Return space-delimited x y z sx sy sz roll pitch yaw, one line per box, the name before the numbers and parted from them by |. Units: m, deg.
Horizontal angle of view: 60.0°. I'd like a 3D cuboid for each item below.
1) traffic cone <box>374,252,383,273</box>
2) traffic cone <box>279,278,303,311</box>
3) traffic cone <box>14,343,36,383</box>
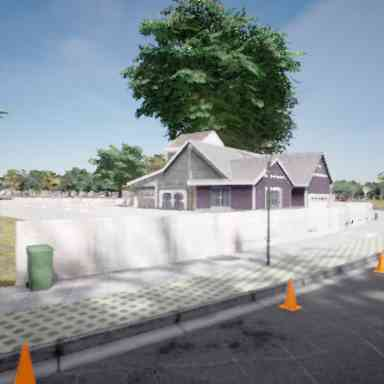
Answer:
traffic cone | 5.636 2.076 9.886 0.340 0.580 0.340 1 -1 -43
traffic cone | 1.982 2.021 6.675 0.340 0.580 0.340 1 -1 -40
traffic cone | -1.841 1.968 3.669 0.340 0.580 0.340 1 -1 -37
